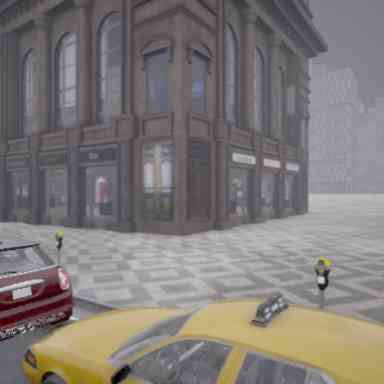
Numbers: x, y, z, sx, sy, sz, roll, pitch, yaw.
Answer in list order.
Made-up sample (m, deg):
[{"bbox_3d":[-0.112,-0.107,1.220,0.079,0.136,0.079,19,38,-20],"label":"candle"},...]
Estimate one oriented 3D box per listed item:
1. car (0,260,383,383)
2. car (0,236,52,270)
[{"bbox_3d":[0.409,1.536,2.778,4.829,1.417,1.752,-1,0,36],"label":"car"},{"bbox_3d":[-4.033,1.504,5.945,4.097,1.590,1.967,-1,0,36],"label":"car"}]
